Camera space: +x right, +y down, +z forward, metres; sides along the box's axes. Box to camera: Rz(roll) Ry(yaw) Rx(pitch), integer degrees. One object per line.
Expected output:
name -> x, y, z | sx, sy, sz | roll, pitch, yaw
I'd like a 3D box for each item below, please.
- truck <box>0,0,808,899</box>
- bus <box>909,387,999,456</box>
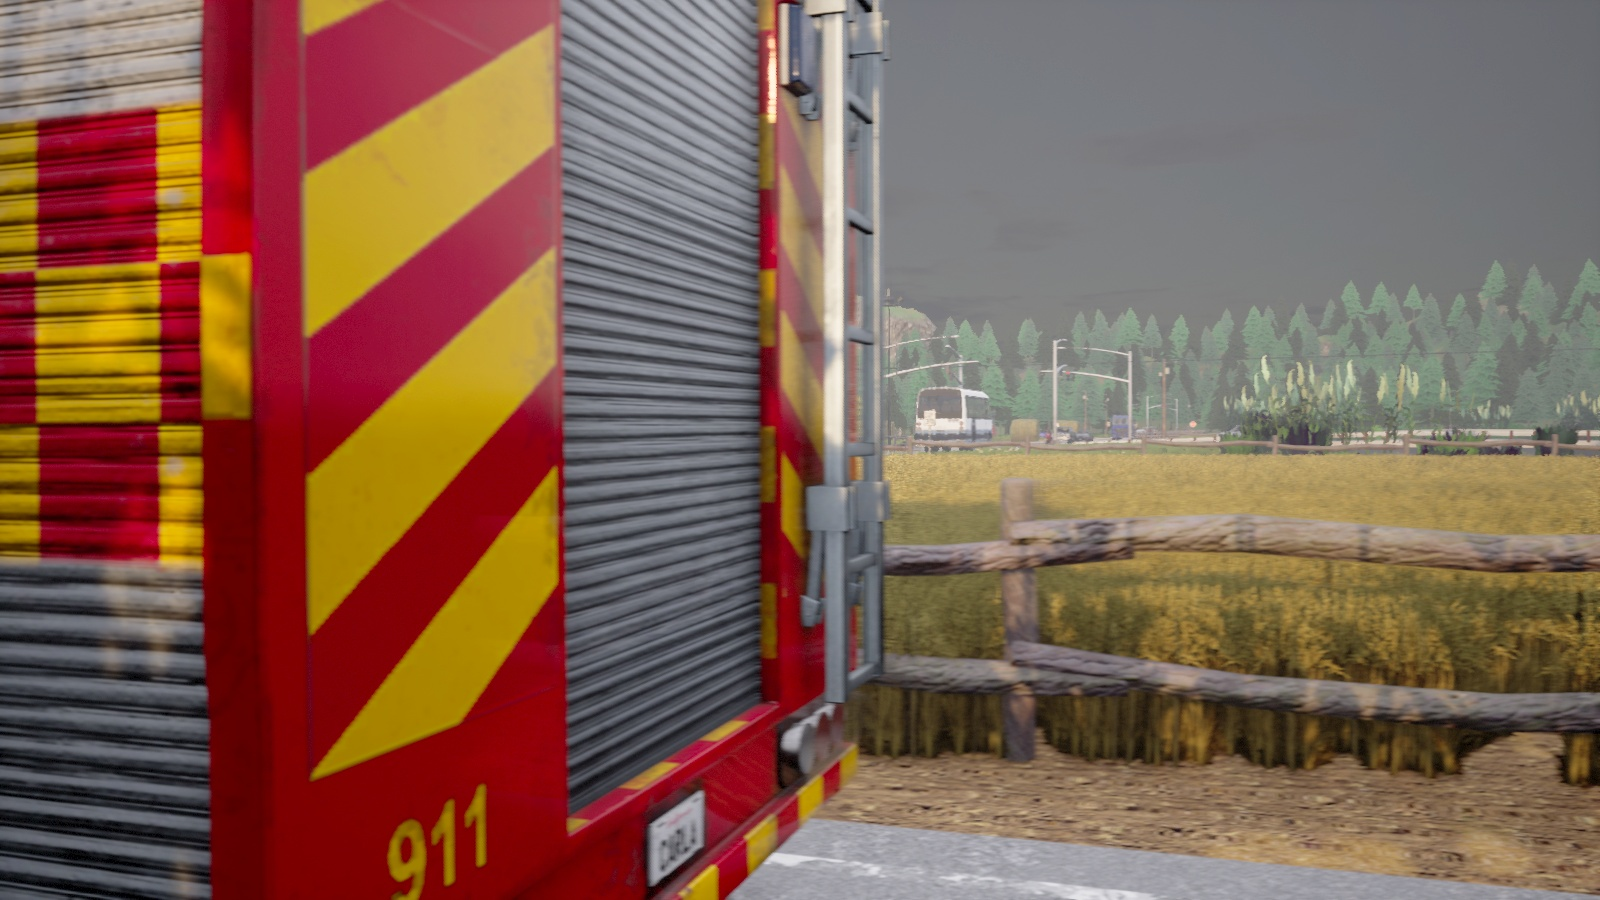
truck -> -4.448, -0.414, 4.358 | 8.468, 3.827, 2.891 | 0, 1, 19
bus -> 10.333, -1.812, 82.932 | 3.944, 4.253, 10.273 | 0, 1, 18
